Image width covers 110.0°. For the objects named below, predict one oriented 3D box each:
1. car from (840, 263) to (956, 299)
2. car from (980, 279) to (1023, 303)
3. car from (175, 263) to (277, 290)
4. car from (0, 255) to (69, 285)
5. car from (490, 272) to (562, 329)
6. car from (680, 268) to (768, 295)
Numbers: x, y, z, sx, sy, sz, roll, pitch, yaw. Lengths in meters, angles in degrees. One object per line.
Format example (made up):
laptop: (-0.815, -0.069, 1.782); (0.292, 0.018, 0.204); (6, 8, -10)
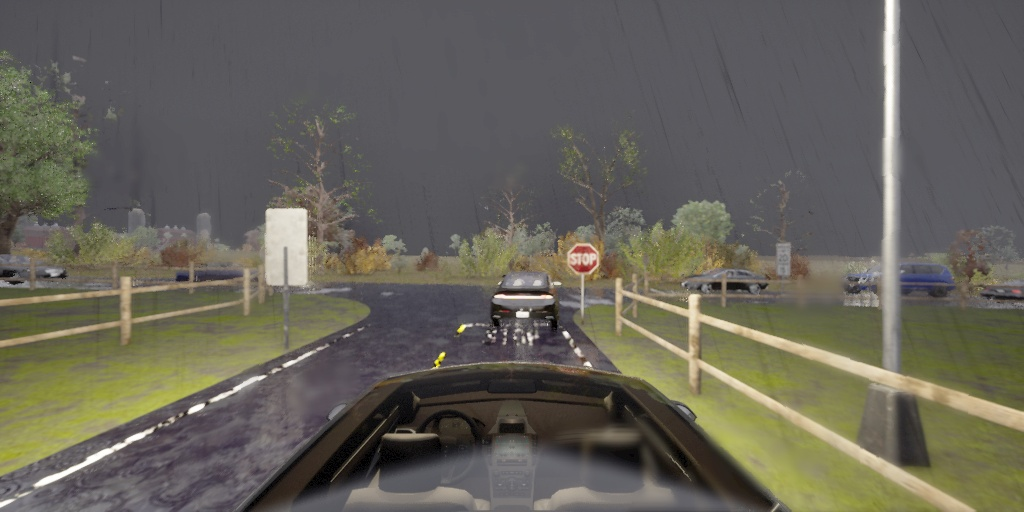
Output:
car: (23.685, 1.476, 22.101); (5.566, 2.045, 2.150); (1, 1, 0)
car: (28.605, 1.945, 19.155); (5.357, 1.411, 2.033); (1, 1, 0)
car: (-14.858, 1.066, 19.183); (4.718, 1.301, 1.895); (1, 1, 0)
car: (-26.887, 0.696, 19.191); (4.902, 1.511, 2.128); (1, 1, 0)
car: (0.522, 1.236, 11.286); (2.128, 1.511, 4.902); (0, 0, 6)
car: (12.995, 1.518, 22.109); (4.902, 1.511, 2.128); (1, 1, 0)
